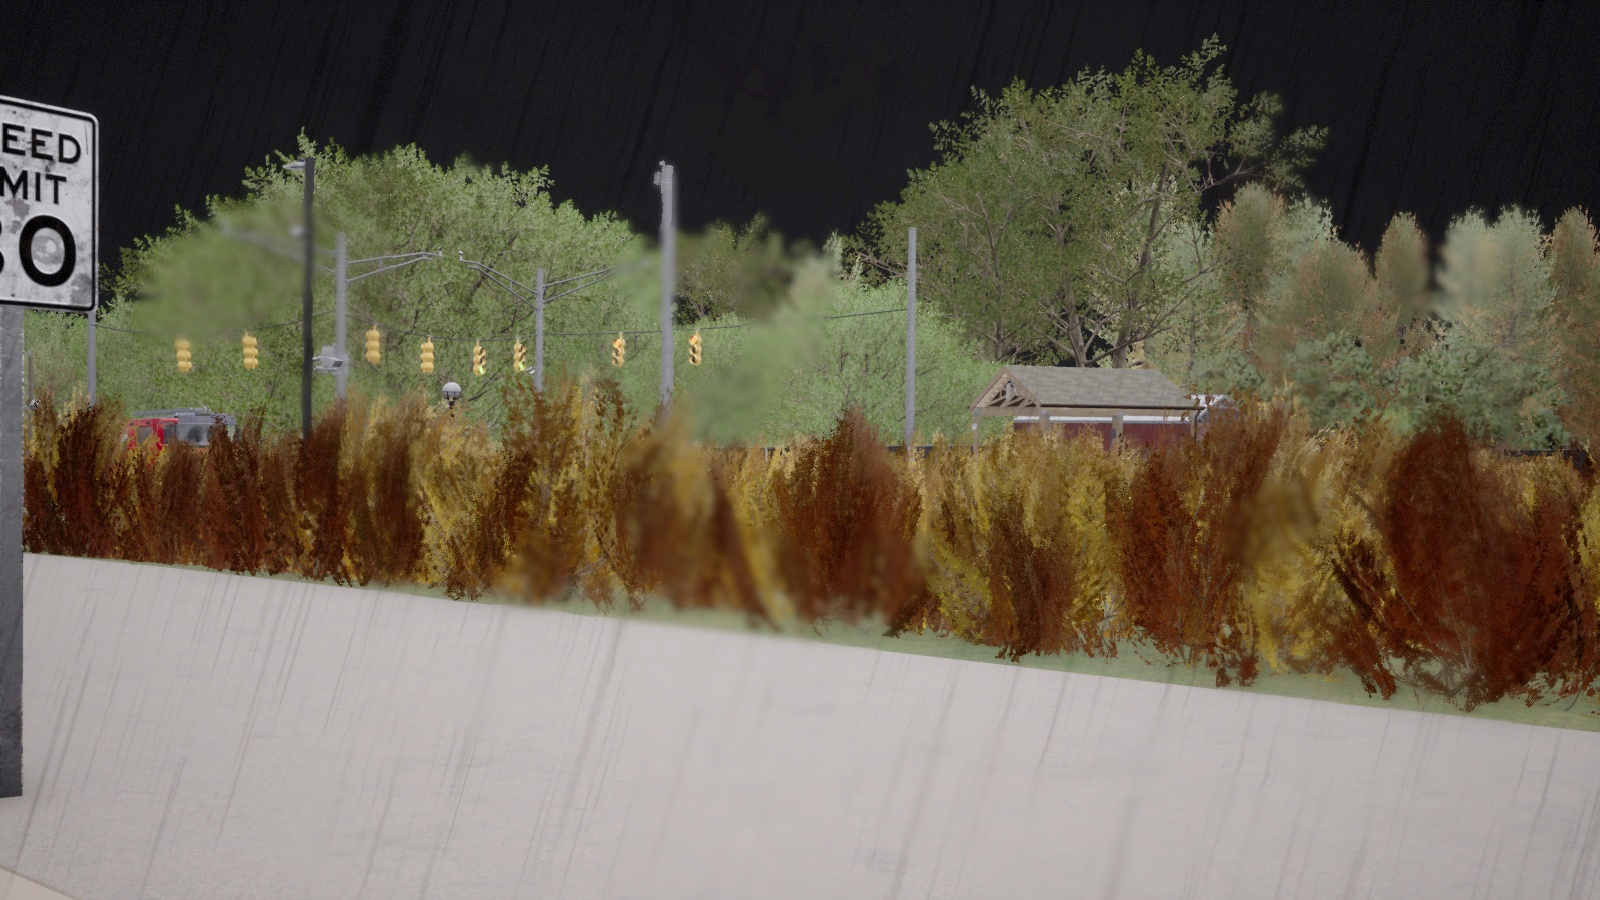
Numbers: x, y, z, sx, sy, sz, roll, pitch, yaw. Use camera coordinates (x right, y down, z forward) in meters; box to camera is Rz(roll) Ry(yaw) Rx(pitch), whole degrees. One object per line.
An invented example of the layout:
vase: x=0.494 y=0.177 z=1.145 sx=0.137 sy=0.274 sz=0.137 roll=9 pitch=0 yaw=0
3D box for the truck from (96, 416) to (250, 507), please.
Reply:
truck: x=-28.529 y=0.575 z=56.951 sx=8.468 sy=3.827 sz=2.891 roll=-2 pitch=0 yaw=39
